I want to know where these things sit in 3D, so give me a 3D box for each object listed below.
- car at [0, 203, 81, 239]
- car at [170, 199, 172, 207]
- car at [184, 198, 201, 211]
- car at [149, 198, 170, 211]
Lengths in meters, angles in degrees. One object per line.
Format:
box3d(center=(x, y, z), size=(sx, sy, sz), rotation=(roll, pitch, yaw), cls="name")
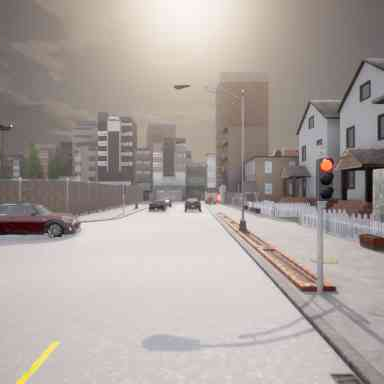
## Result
box3d(center=(-8.034, 1.351, 16.751), size=(4.553, 1.767, 2.097), rotation=(0, 0, -5), cls="car")
box3d(center=(-4.103, 1.564, 50.574), size=(1.994, 1.385, 4.181), rotation=(0, 0, 0), cls="car")
box3d(center=(0.104, 1.477, 40.640), size=(1.882, 1.535, 5.008), rotation=(0, 0, 0), cls="car")
box3d(center=(-4.112, 1.601, 40.505), size=(1.895, 1.301, 4.718), rotation=(0, 0, 0), cls="car")
